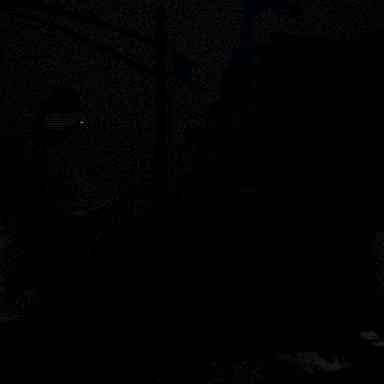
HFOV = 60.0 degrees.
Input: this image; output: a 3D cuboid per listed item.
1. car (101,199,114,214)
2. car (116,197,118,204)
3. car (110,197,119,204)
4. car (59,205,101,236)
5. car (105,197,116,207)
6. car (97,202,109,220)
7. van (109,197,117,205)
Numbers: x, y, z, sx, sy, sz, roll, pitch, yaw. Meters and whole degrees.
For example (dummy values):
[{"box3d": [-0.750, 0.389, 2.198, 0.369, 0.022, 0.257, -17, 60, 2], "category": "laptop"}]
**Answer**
[{"box3d": [-11.125, 1.972, 41.590, 1.887, 1.381, 4.507, -1, 0, -11], "category": "car"}, {"box3d": [-15.493, 2.203, 63.284, 2.008, 1.369, 4.403, -1, 0, -11], "category": "car"}, {"box3d": [-20.959, 2.250, 90.401, 2.192, 1.841, 5.009, -1, 0, -11], "category": "car"}, {"box3d": [-6.756, 1.748, 19.897, 1.887, 1.381, 4.507, -1, 0, -11], "category": "car"}, {"box3d": [-12.219, 1.924, 47.014, 1.967, 1.590, 4.097, -1, 0, -11], "category": "car"}, {"box3d": [-8.939, 1.897, 30.743, 1.802, 1.307, 4.206, -1, 0, -11], "category": "car"}, {"box3d": [-18.774, 2.163, 79.555, 1.690, 1.788, 3.998, -1, 0, -11], "category": "van"}]
